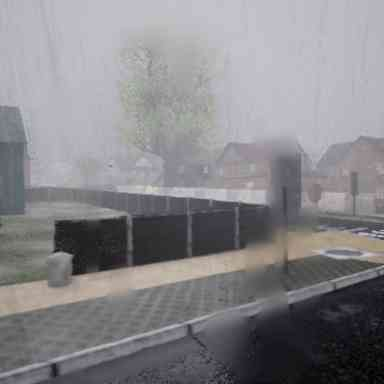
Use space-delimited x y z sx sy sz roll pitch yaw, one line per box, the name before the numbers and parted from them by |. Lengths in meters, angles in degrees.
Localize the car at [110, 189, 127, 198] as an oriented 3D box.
car | -9.532 0.337 41.775 1.895 1.301 4.718 -1 2 -35
